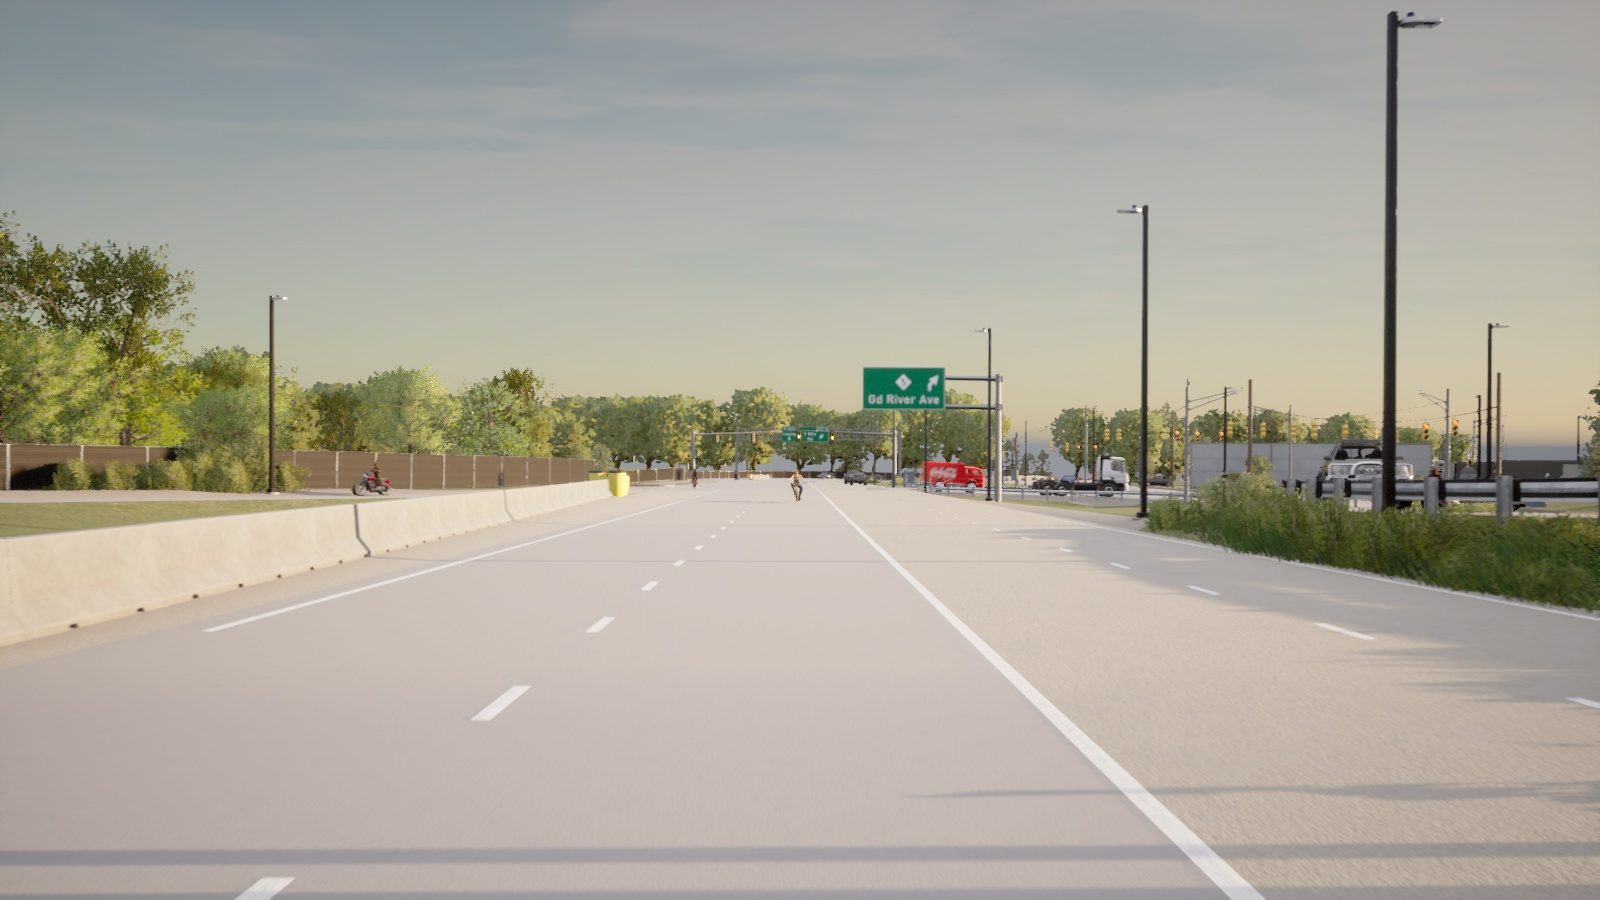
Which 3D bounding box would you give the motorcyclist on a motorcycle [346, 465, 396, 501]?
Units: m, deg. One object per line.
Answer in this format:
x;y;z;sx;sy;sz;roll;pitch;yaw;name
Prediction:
-19.896;1.523;58.303;0.766;1.649;2.350;0;-1;24;motorcyclist on a motorcycle

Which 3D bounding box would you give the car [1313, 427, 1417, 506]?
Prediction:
14.213;0.489;31.842;1.932;1.855;4.605;0;-2;18;car
